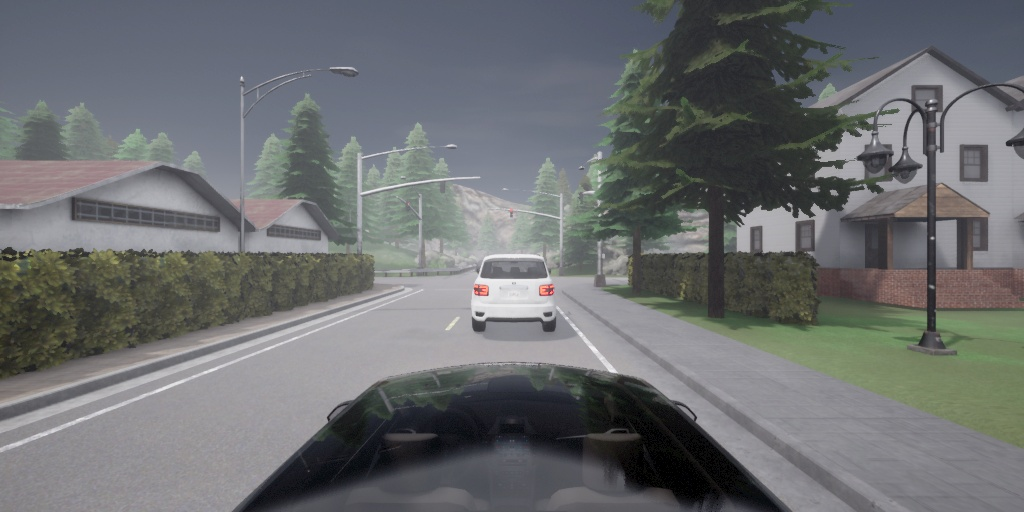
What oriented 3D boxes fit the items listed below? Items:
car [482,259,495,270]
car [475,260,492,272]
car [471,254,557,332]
[{"bbox_3d":[-3.600,1.276,55.315,1.812,1.442,4.674,0,0,0],"label":"car"},{"bbox_3d":[-3.601,1.255,46.078,1.837,1.490,4.892,0,0,0],"label":"car"},{"bbox_3d":[0.064,0.971,11.003,2.150,2.045,5.566,0,0,0],"label":"car"}]
